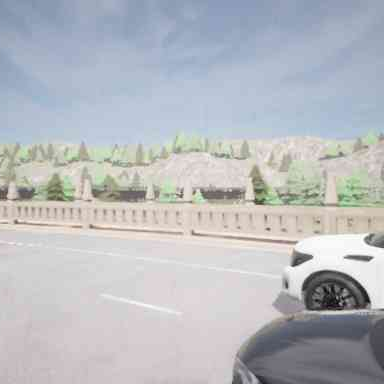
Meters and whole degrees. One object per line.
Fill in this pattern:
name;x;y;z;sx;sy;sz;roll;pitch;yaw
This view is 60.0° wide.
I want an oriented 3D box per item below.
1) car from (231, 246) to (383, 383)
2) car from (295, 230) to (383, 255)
car;2.552;1.475;2.007;4.902;1.511;2.128;0;0;36
car;4.271;1.191;5.112;5.566;2.045;2.150;0;0;36
